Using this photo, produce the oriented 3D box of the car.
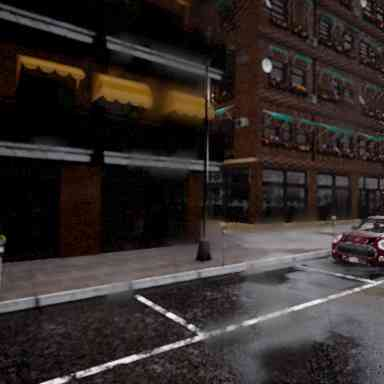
[{"bbox_3d":[6.534,1.542,11.233,4.097,1.590,1.967,1,0,-35],"label":"car"}]
